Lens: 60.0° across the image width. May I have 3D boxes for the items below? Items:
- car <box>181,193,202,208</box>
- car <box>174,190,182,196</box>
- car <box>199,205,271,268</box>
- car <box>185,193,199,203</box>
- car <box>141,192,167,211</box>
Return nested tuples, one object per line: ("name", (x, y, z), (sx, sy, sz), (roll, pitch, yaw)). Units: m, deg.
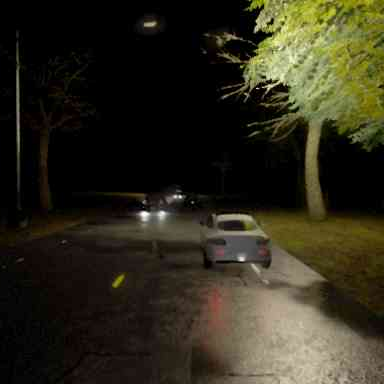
("car", (0.070, 1.001, 36.260), (1.994, 1.385, 4.181), (0, 1, 0))
("car", (-3.514, 0.217, 85.044), (2.128, 1.511, 4.902), (0, 1, 0))
("car", (1.224, 1.360, 10.490), (1.812, 1.442, 4.674), (0, 1, 0))
("car", (0.024, 0.862, 47.755), (1.895, 1.301, 4.718), (0, 1, 1))
("car", (-3.596, 0.849, 32.339), (2.097, 1.767, 4.553), (0, 1, 0))
